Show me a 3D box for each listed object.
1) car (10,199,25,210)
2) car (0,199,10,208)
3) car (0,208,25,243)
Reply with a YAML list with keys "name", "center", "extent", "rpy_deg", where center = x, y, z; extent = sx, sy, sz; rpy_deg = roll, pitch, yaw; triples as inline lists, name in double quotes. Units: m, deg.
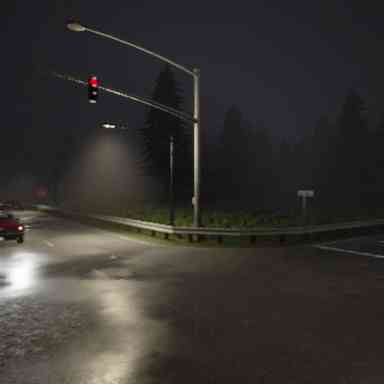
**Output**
- name: "car"
  center: [-21.699, 1.586, 40.460]
  extent: [1.812, 1.442, 4.674]
  rpy_deg: [0, 0, -34]
- name: "car"
  center: [-14.264, 1.394, 23.076]
  extent: [2.097, 1.767, 4.553]
  rpy_deg: [0, 0, -34]
- name: "car"
  center: [-9.160, 1.635, 15.634]
  extent: [1.895, 1.301, 4.718]
  rpy_deg: [0, 0, -34]
